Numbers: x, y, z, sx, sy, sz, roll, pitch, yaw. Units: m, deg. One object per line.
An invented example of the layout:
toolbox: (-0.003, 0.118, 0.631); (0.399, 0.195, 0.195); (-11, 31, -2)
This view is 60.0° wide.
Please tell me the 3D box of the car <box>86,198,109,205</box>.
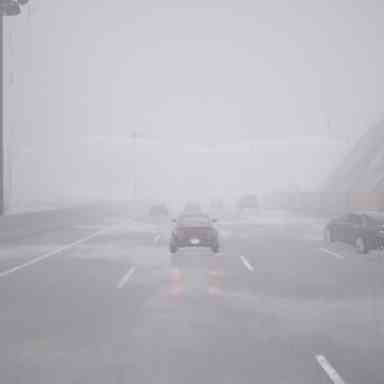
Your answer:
car: (-13.977, 1.694, 50.401); (1.837, 1.490, 4.892); (0, 0, 1)

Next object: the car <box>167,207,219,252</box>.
car: (0.103, 1.579, 14.128); (1.812, 1.442, 4.674); (0, 0, 0)

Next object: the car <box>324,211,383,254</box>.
car: (7.100, 1.556, 13.658); (1.837, 1.490, 4.892); (0, 0, 0)

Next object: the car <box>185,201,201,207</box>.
car: (0.104, 1.751, 39.827); (1.895, 1.301, 4.718); (0, 0, 0)

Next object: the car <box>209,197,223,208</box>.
car: (3.792, 1.549, 52.286); (2.097, 1.767, 4.553); (0, 0, 3)

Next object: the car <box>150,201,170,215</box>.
car: (-3.397, 1.659, 35.529); (1.812, 1.442, 4.674); (0, 0, 0)

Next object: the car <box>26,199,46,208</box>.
car: (-24.402, 1.799, 52.775); (1.895, 1.301, 4.718); (0, 0, 2)

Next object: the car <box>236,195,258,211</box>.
car: (7.105, 1.385, 43.437); (2.150, 2.045, 5.566); (0, 0, 0)

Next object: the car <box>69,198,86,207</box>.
car: (-17.359, 1.692, 53.410); (2.128, 1.511, 4.902); (0, 0, 2)

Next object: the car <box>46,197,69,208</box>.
car: (-20.877, 1.552, 53.162); (2.097, 1.767, 4.553); (0, 0, 2)
